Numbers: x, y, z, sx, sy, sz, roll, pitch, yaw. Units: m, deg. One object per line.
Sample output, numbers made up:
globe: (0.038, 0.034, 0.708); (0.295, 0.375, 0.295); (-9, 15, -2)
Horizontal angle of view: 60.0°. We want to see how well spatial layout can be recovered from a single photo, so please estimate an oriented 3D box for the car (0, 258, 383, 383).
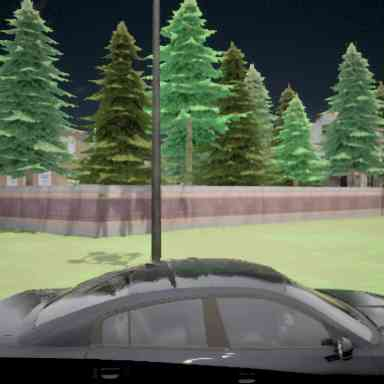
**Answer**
car: (0.419, 1.475, 3.374); (5.008, 1.535, 1.882); (0, 0, -3)
